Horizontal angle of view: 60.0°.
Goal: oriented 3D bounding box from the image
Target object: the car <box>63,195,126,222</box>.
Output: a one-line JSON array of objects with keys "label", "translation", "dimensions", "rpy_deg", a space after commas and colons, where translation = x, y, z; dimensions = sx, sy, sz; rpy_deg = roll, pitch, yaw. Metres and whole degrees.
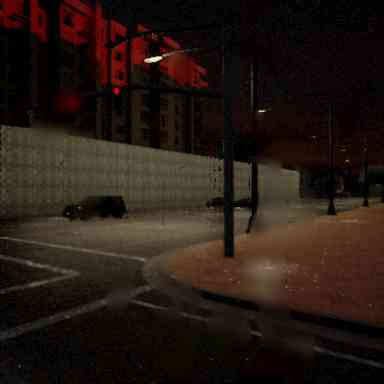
[{"label": "car", "translation": [-8.114, 1.326, 28.283], "dimensions": [2.150, 2.045, 5.566], "rpy_deg": [0, 0, 36]}]

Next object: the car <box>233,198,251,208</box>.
[{"label": "car", "translation": [8.118, 1.652, 50.783], "dimensions": [2.033, 1.411, 5.357], "rpy_deg": [0, 0, 36]}]

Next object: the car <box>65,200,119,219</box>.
[{"label": "car", "translation": [-9.608, 1.626, 32.194], "dimensions": [1.837, 1.490, 4.892], "rpy_deg": [0, 0, 36]}]

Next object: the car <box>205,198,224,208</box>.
[{"label": "car", "translation": [3.937, 1.646, 50.995], "dimensions": [1.812, 1.442, 4.674], "rpy_deg": [0, 0, 36]}]
